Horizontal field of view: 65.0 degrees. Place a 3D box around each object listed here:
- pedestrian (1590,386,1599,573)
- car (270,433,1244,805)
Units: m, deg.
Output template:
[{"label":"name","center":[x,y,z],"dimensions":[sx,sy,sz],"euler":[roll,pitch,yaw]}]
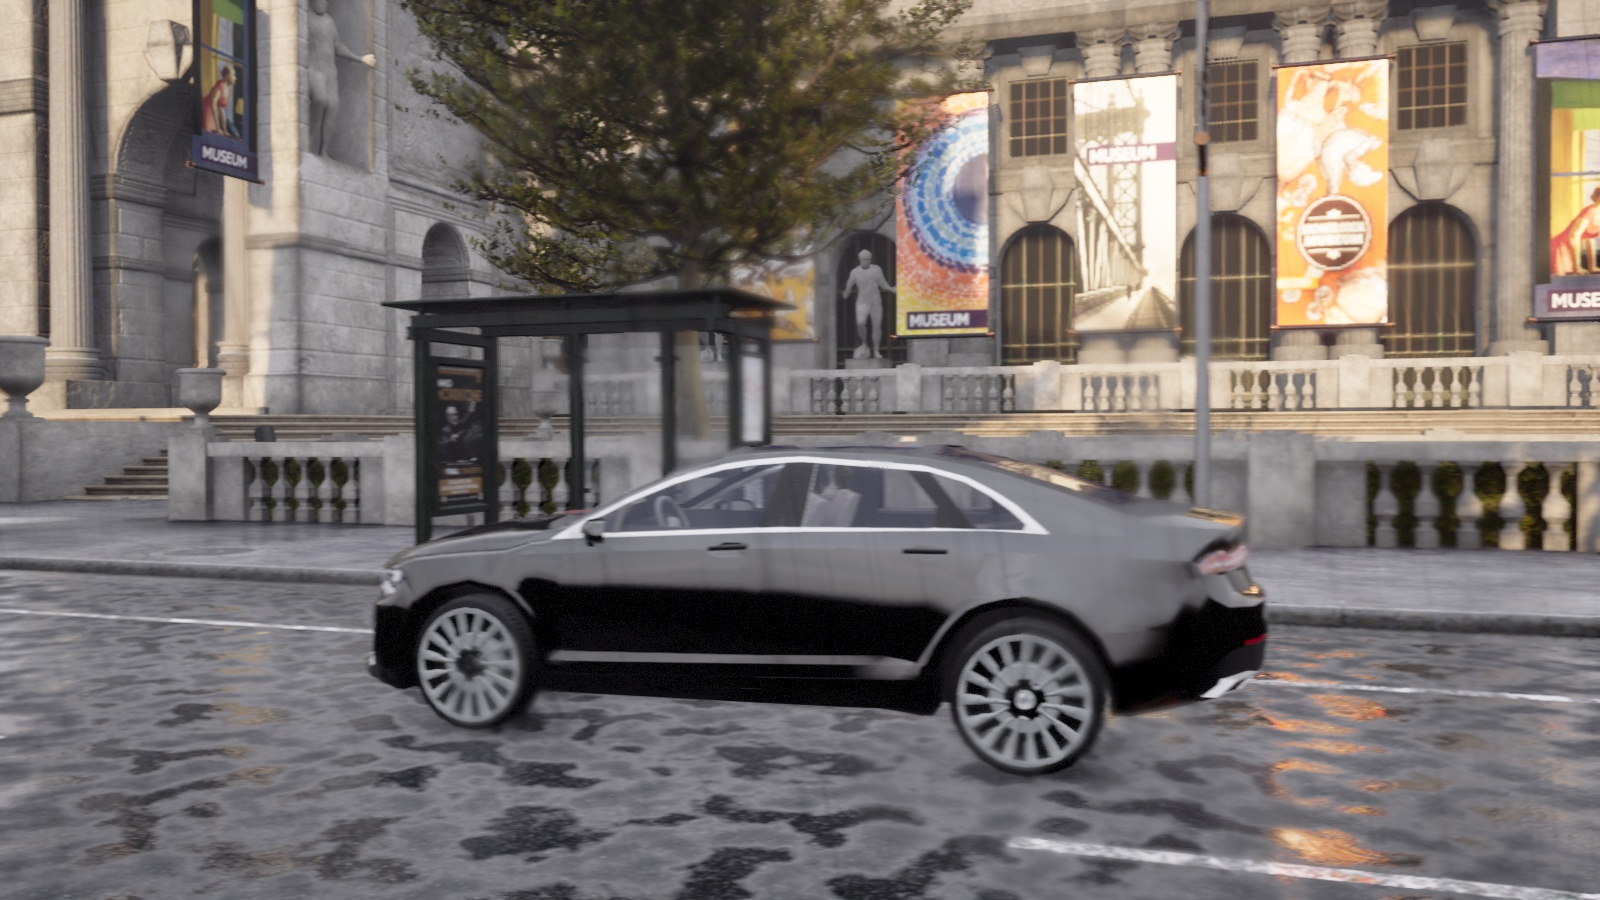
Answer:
[{"label":"pedestrian","center":[8.605,0.309,12.919],"dimensions":[0.692,1.930,0.396],"euler":[0,1,12]},{"label":"car","center":[-0.169,0.670,6.942],"dimensions":[4.902,1.511,2.128],"euler":[0,1,19]}]
